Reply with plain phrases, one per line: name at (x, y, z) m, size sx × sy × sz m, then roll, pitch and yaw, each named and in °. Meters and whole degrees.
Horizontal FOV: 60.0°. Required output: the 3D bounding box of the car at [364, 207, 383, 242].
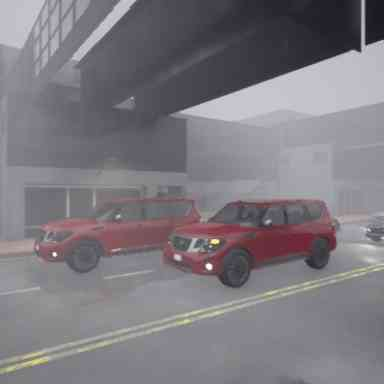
car at (10.274, 1.567, 15.560) m, size 5.357 × 1.411 × 2.033 m, roll 0°, pitch 0°, yaw -35°

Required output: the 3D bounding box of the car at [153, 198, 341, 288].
car at (1.913, 1.228, 9.629) m, size 5.566 × 2.045 × 2.150 m, roll 0°, pitch 0°, yaw -35°

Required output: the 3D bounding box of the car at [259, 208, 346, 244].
car at (5.523, 1.578, 16.490) m, size 4.181 × 1.385 × 1.994 m, roll 0°, pitch 0°, yaw -35°

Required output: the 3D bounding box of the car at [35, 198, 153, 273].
car at (-2.128, 1.224, 11.061) m, size 5.566 × 2.045 × 2.150 m, roll 0°, pitch 0°, yaw -35°
